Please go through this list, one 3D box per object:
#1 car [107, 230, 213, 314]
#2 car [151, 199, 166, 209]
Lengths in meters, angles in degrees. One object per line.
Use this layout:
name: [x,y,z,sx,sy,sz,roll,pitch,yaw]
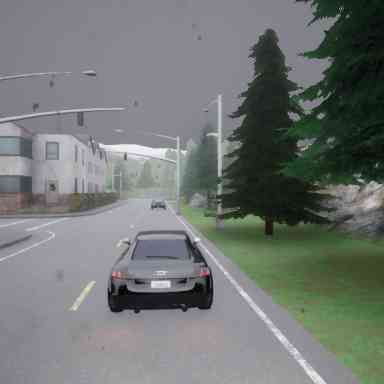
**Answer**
car: [-0.697,1.564,7.750,1.994,1.385,4.181,0,0,-5]
car: [-4.450,1.601,43.925,1.895,1.301,4.718,0,0,-6]
